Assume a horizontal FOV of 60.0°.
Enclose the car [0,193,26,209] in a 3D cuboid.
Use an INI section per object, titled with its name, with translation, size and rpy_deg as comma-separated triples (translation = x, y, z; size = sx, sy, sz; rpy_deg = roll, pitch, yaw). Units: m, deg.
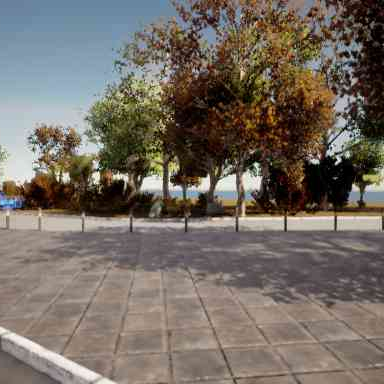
[car]
translation = -20.975, 1.204, 37.520
size = 2.185, 1.767, 4.553
rpy_deg = 1, 1, 34
